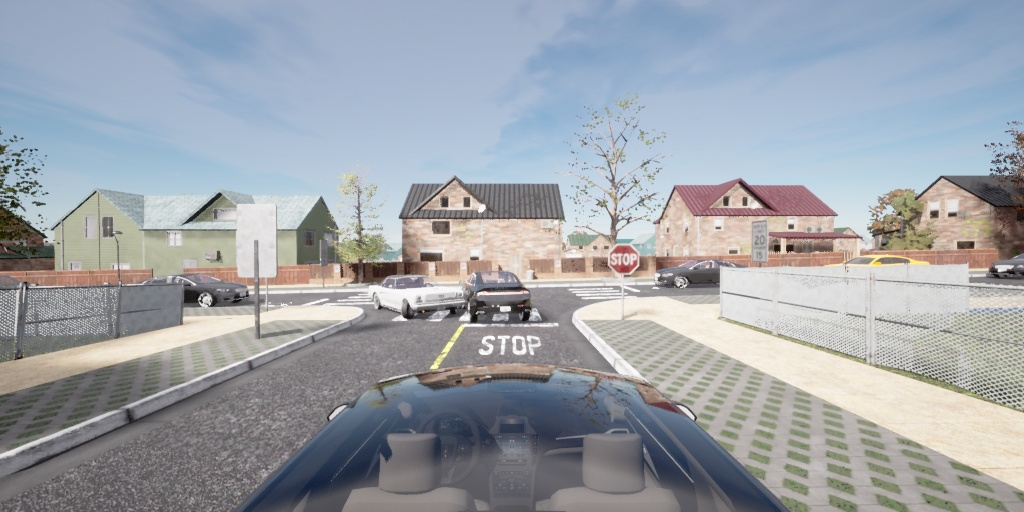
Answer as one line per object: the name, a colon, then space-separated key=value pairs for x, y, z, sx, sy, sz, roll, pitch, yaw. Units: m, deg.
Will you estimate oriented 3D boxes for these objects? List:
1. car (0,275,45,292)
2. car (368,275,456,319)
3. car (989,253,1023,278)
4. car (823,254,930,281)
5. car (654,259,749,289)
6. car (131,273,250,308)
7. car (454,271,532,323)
car: x=-24.242 y=1.648 z=16.522 sx=4.553 sy=1.767 sz=2.097 roll=-1 pitch=1 yaw=0
car: x=-3.604 y=1.368 z=13.069 sx=1.895 sy=1.301 sz=4.718 roll=0 pitch=0 yaw=-38
car: x=29.383 y=0.478 z=19.694 sx=4.902 sy=1.511 sz=2.128 roll=-1 pitch=1 yaw=0
car: x=19.759 y=0.690 z=19.657 sx=5.008 sy=1.535 sz=1.882 roll=-1 pitch=1 yaw=-1
car: x=10.328 y=0.926 z=19.619 sx=4.902 sy=1.511 sz=2.128 roll=-1 pitch=1 yaw=0
car: x=-14.904 y=1.566 z=16.563 sx=4.902 sy=1.511 sz=2.128 roll=-1 pitch=1 yaw=0
car: x=-0.687 y=1.243 z=12.210 sx=2.128 sy=1.511 sz=4.902 roll=0 pitch=0 yaw=-12
